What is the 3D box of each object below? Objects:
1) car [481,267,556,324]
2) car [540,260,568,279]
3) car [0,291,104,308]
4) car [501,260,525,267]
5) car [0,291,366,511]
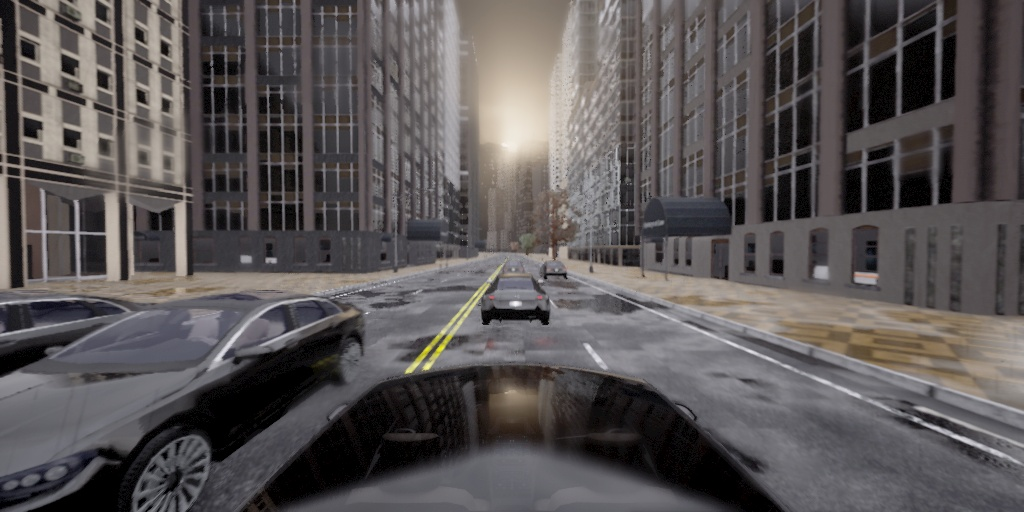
[{"bbox_3d":[0.099,1.234,11.618,1.994,1.385,4.181,0,0,0],"label":"car"},{"bbox_3d":[3.339,1.069,29.299,2.033,1.411,5.357,0,1,0],"label":"car"},{"bbox_3d":[-6.601,1.223,4.077,2.128,1.511,4.902,0,0,0],"label":"car"},{"bbox_3d":[0.101,1.066,29.683,2.033,1.411,5.357,0,1,0],"label":"car"},{"bbox_3d":[-3.351,1.223,4.083,2.128,1.511,4.902,0,0,0],"label":"car"}]
